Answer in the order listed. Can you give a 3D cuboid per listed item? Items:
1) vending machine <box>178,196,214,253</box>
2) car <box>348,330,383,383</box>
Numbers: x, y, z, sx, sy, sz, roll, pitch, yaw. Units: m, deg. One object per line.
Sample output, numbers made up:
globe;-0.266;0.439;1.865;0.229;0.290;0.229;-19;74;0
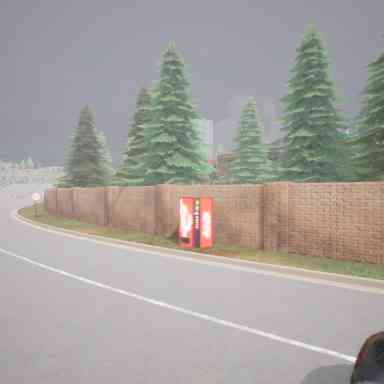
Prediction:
vending machine;0.155;1.195;13.036;0.880;2.100;1.100;0;0;42
car;3.114;1.564;1.903;4.181;1.385;1.994;0;0;35
